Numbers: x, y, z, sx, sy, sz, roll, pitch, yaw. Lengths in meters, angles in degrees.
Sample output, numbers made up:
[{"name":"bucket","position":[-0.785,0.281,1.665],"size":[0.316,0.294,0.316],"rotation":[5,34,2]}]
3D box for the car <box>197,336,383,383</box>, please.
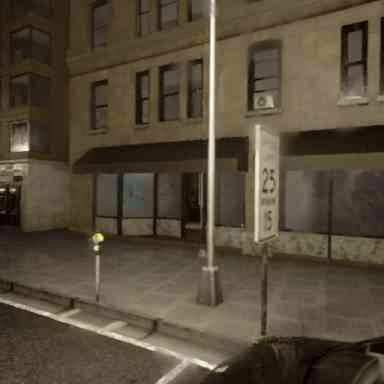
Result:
[{"name":"car","position":[1.960,1.570,1.875],"size":[4.313,1.339,1.947],"rotation":[0,1,31]}]
